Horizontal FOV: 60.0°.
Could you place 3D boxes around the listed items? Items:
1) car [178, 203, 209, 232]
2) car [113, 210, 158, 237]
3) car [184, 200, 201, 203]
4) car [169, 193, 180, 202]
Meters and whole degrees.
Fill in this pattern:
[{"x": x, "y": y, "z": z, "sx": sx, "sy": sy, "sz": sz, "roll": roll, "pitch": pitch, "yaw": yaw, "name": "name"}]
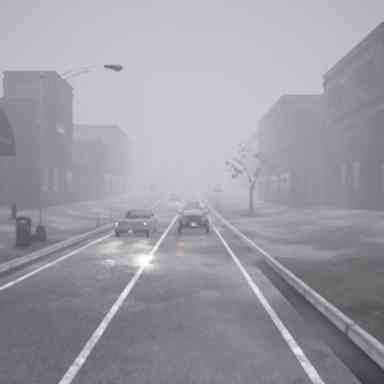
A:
[{"x": 0.086, "y": 1.643, "z": 20.750, "sx": 1.812, "sy": 1.442, "sz": 4.674, "roll": 0, "pitch": 0, "yaw": 0, "name": "car"}, {"x": -3.113, "y": 1.707, "z": 19.050, "sx": 1.895, "sy": 1.301, "sz": 4.718, "roll": 0, "pitch": 0, "yaw": 0, "name": "car"}, {"x": 0.074, "y": 1.624, "z": 38.769, "sx": 1.994, "sy": 1.385, "sz": 4.181, "roll": 0, "pitch": 1, "yaw": 0, "name": "car"}, {"x": -3.076, "y": 0.899, "z": 59.444, "sx": 2.033, "sy": 1.411, "sz": 5.357, "roll": 0, "pitch": 3, "yaw": 1, "name": "car"}]
